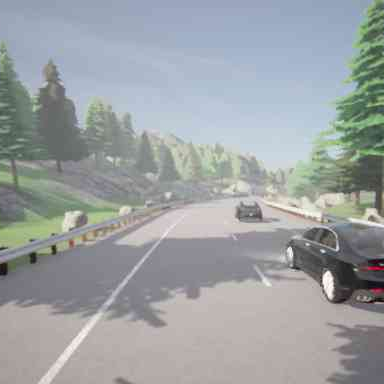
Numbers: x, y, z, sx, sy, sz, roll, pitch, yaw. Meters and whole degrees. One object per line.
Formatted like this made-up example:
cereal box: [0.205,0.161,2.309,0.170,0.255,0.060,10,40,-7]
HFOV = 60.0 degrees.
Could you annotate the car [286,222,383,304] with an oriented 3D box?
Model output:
car: [3.691,1.488,8.063,1.837,1.490,4.892,0,0,1]

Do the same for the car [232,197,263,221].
car: [4.376,1.427,26.235,2.128,1.511,4.902,0,0,3]
